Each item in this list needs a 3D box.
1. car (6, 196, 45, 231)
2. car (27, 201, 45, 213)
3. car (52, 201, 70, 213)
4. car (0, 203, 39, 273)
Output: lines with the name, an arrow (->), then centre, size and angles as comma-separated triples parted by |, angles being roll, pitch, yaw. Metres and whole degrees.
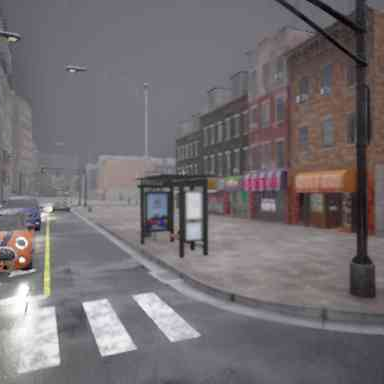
car -> -10.764, 1.335, 21.168 | 2.150, 2.045, 5.566 | 0, 1, -23
car -> -19.608, 1.822, 41.919 | 1.895, 1.301, 4.718 | 0, 0, -23
car -> -15.935, 1.753, 40.519 | 1.994, 1.385, 4.181 | 0, 0, -23
car -> -6.208, 1.426, 10.655 | 2.097, 1.767, 4.553 | 0, 0, -24
